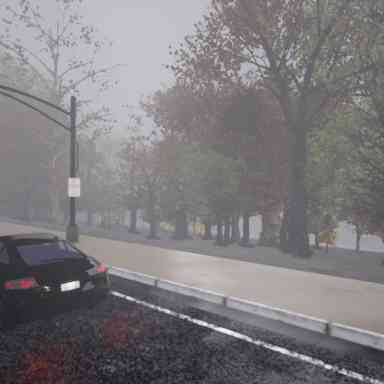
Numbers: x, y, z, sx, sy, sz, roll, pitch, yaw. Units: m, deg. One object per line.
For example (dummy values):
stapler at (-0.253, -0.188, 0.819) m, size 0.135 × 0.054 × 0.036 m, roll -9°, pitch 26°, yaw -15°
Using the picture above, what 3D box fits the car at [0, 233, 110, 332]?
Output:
car at (-3.560, 1.561, 6.964) m, size 4.181 × 1.385 × 1.994 m, roll 0°, pitch 0°, yaw 42°
